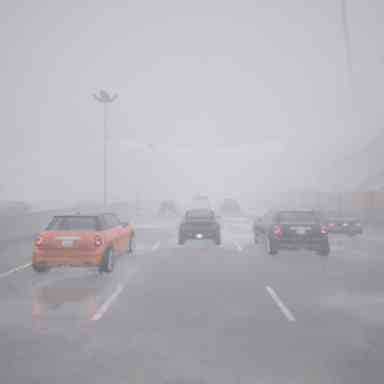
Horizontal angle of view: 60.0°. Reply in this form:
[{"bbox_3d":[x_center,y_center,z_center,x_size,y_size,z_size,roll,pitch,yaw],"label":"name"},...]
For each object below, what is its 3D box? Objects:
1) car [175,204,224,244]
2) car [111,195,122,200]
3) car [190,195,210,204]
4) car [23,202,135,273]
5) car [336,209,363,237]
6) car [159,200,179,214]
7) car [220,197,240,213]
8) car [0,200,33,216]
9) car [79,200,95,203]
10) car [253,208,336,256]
[{"bbox_3d":[0.373,1.559,16.170,1.837,1.490,4.892,0,0,2],"label":"car"},{"bbox_3d":[-16.479,1.282,72.938,1.882,1.535,5.008,0,0,0],"label":"car"},{"bbox_3d":[0.965,1.352,39.304,2.150,2.045,5.566,0,0,1],"label":"car"},{"bbox_3d":[-3.250,1.378,10.935,2.097,1.767,4.553,0,0,1],"label":"car"},{"bbox_3d":[7.417,1.627,18.404,2.033,1.411,5.357,0,0,2],"label":"car"},{"bbox_3d":[-2.582,1.620,37.630,1.837,1.490,4.892,0,0,1],"label":"car"},{"bbox_3d":[4.432,1.491,39.581,2.097,1.767,4.553,0,0,1],"label":"car"},{"bbox_3d":[-16.896,1.532,31.250,1.882,1.535,5.008,0,0,2],"label":"car"},{"bbox_3d":[-13.197,1.663,42.096,1.994,1.385,4.181,0,0,1],"label":"car"},{"bbox_3d":[3.815,1.406,13.590,2.097,1.767,4.553,0,0,1],"label":"car"}]
